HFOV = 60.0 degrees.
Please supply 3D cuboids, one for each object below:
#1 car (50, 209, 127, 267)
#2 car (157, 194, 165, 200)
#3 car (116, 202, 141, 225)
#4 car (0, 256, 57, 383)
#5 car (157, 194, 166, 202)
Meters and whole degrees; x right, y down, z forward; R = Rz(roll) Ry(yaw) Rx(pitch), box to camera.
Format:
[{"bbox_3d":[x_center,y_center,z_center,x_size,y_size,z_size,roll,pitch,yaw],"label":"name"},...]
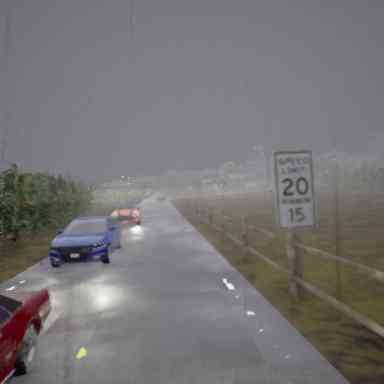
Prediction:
[{"bbox_3d":[-3.852,1.702,12.768,1.882,1.535,5.008,-3,0,-5],"label":"car"},{"bbox_3d":[-8.110,1.328,87.661,2.033,1.411,5.357,-3,0,-5],"label":"car"},{"bbox_3d":[-5.153,1.630,26.316,2.097,1.767,4.553,-3,0,-8],"label":"car"},{"bbox_3d":[-2.875,1.762,2.938,1.895,1.301,4.718,-3,0,-7],"label":"car"},{"bbox_3d":[-7.120,1.486,77.329,1.882,1.535,5.008,-3,0,-5],"label":"car"}]
